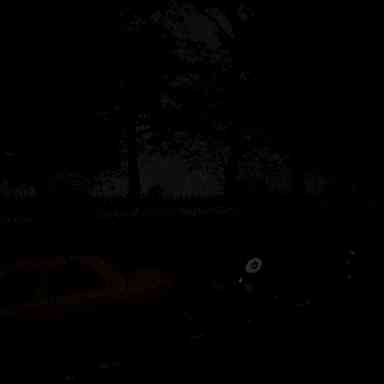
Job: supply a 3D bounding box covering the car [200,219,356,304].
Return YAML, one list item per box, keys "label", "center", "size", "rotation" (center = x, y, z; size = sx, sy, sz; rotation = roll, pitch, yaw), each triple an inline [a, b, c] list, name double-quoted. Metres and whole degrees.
- label: "car"
  center: [2.154, 1.448, 8.094]
  size: [4.097, 1.590, 1.967]
  rotation: [0, 0, -36]

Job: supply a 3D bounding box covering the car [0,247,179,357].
- label: "car"
  center: [-2.494, 1.526, 4.778]
  size: [4.829, 1.417, 1.752]
  rotation: [0, 0, -36]
